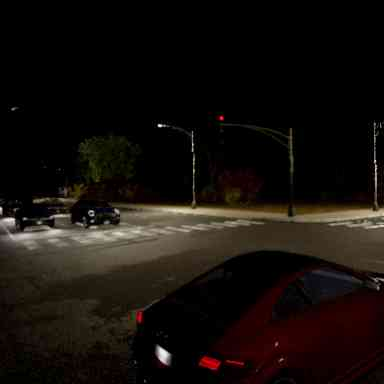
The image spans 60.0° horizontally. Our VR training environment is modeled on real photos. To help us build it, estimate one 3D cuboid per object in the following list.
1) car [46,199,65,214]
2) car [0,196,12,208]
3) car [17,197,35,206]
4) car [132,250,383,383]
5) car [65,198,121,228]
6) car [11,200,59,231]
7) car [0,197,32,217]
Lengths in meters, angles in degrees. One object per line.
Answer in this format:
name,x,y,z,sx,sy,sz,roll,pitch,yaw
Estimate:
car,-13.771,1.408,32.792,2.033,1.411,5.357,-2,1,-33
car,-27.777,1.446,48.582,2.128,1.511,4.902,-2,1,-33
car,-25.740,1.456,51.440,1.895,1.301,4.718,-2,1,-33
car,1.336,1.506,4.441,4.181,1.385,1.994,-2,1,-36
car,-6.264,1.211,21.308,2.097,1.767,4.553,-2,1,-35
car,-9.978,1.483,20.962,1.812,1.442,4.674,-2,1,-33
car,-16.583,1.448,31.161,2.128,1.511,4.902,-2,1,-33
